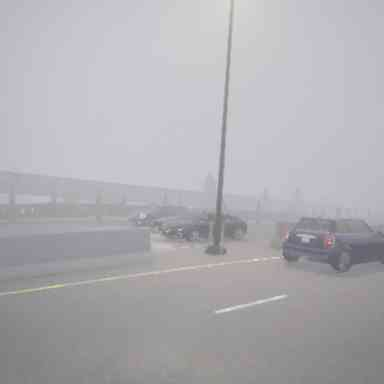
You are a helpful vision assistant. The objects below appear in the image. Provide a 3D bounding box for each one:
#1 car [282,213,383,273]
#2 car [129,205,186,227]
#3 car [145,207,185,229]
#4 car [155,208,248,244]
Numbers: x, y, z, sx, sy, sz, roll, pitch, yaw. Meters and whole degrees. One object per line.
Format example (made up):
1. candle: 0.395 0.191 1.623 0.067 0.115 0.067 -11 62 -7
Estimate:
1. car: 5.364 1.655 11.871 4.553 1.767 2.097 3 -2 -35
2. car: -2.210 1.693 23.911 4.553 1.767 2.097 4 -2 -35
3. car: 0.068 1.903 21.237 5.357 1.411 2.033 4 -2 -35
4. car: 0.786 1.777 17.450 4.892 1.490 1.837 3 -2 -35
